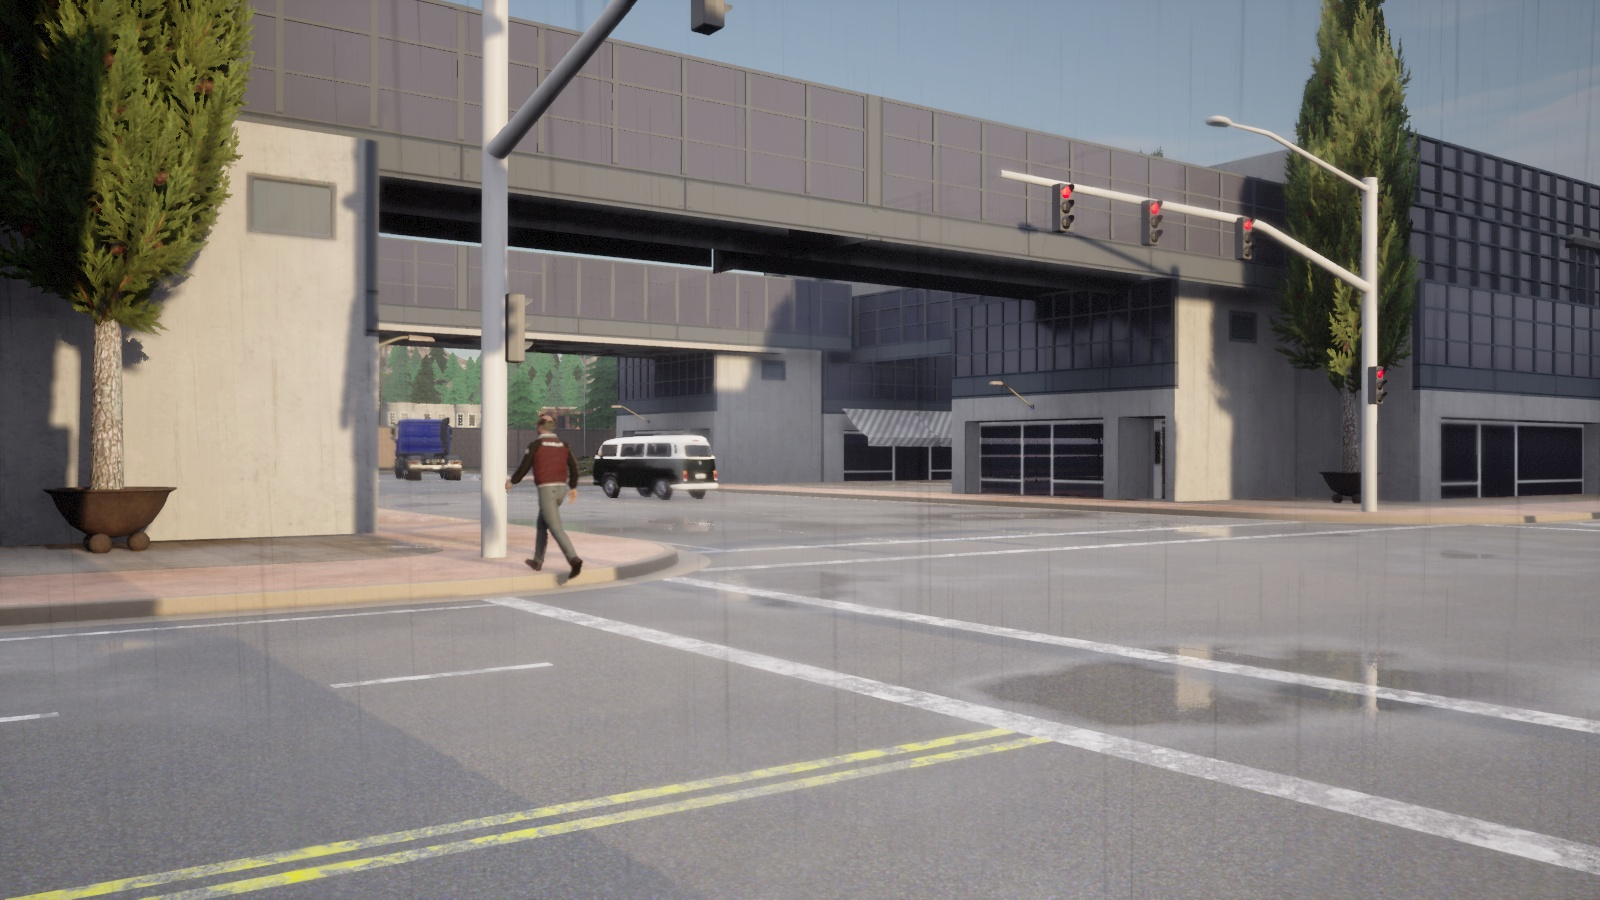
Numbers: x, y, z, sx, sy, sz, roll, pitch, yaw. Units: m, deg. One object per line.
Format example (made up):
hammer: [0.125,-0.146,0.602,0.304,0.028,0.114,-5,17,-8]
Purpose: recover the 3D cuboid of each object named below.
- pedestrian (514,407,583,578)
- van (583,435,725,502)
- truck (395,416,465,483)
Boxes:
pedestrian: [-2.793,0.460,13.940,0.720,1.854,0.376,0,0,40]
van: [-4.774,0.578,40.744,4.480,2.038,2.069,0,0,41]
truck: [-20.347,-0.026,68.763,2.891,3.462,7.936,0,0,-22]
